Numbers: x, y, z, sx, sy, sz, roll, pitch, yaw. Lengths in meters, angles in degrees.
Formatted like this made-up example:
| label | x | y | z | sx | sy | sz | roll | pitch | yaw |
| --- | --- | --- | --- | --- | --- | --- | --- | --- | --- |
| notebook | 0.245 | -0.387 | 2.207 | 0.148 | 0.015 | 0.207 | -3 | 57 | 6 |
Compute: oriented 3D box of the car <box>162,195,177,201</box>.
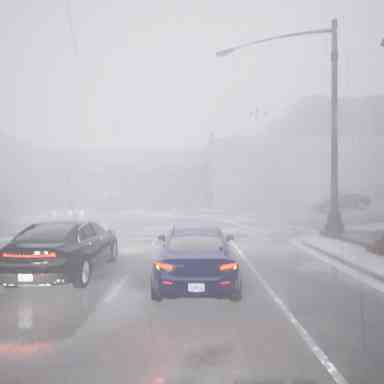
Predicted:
| label | x | y | z | sx | sy | sz | roll | pitch | yaw |
| --- | --- | --- | --- | --- | --- | --- | --- | --- | --- |
| car | -5.712 | 1.545 | 85.254 | 1.994 | 1.385 | 4.181 | 0 | 0 | 24 |

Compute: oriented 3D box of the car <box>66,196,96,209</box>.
| label | x | y | z | sx | sy | sz | roll | pitch | yaw |
| --- | --- | --- | --- | --- | --- | --- | --- | --- | --- |
| car | -14.659 | 1.597 | 44.284 | 1.895 | 1.301 | 4.718 | 0 | 0 | -1 |

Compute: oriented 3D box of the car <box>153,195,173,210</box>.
| label | x | y | z | sx | sy | sz | roll | pitch | yaw |
| --- | --- | --- | --- | --- | --- | --- | --- | --- | --- |
| car | -3.983 | 1.348 | 44.145 | 2.097 | 1.767 | 4.553 | 0 | 0 | -1 |

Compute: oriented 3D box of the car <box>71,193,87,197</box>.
| label | x | y | z | sx | sy | sz | roll | pitch | yaw |
| --- | --- | --- | --- | --- | --- | --- | --- | --- | --- |
| car | -18.357 | 1.217 | 53.473 | 2.150 | 2.045 | 5.566 | 0 | 0 | -1 |

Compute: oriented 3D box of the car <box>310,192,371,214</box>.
| label | x | y | z | sx | sy | sz | roll | pitch | yaw |
| --- | --- | --- | --- | --- | --- | --- | --- | --- | --- |
| car | 12.565 | 0.888 | 28.345 | 4.892 | 1.490 | 1.837 | -7 | 0 | 0 |

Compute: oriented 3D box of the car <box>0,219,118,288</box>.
| label | x | y | z | sx | sy | sz | roll | pitch | yaw |
| --- | --- | --- | --- | --- | --- | --- | --- | --- | --- |
| car | -3.391 | 1.504 | 9.212 | 1.837 | 1.490 | 4.892 | 0 | 0 | 0 |

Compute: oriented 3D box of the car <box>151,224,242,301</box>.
| label | x | y | z | sx | sy | sz | roll | pitch | yaw |
| --- | --- | --- | --- | --- | --- | --- | --- | --- | --- |
| car | 0.098 | 1.525 | 8.195 | 1.812 | 1.442 | 4.674 | 0 | 0 | 0 |

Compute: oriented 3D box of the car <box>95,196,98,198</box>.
| label | x | y | z | sx | sy | sz | roll | pitch | yaw |
| --- | --- | --- | --- | --- | --- | --- | --- | --- | --- |
| car | -14.863 | 1.473 | 53.680 | 1.882 | 1.535 | 5.008 | 0 | 0 | -1 |

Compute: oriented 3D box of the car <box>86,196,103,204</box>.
| label | x | y | z | sx | sy | sz | roll | pitch | yaw |
| --- | --- | --- | --- | --- | --- | --- | --- | --- | --- |
| car | -18.532 | 1.499 | 63.622 | 1.837 | 1.490 | 4.892 | 0 | 0 | -1 |

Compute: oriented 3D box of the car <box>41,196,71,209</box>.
| label | x | y | z | sx | sy | sz | roll | pitch | yaw |
| --- | --- | --- | --- | --- | --- | --- | --- | --- | --- |
| car | -18.150 | 1.348 | 43.922 | 2.097 | 1.767 | 4.553 | 0 | 0 | -1 |

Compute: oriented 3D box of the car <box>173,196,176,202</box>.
| label | x | y | z | sx | sy | sz | roll | pitch | yaw |
| --- | --- | --- | --- | --- | --- | --- | --- | --- | --- |
| car | -4.616 | 1.518 | 72.491 | 1.812 | 1.442 | 4.674 | 0 | 0 | 2 |
